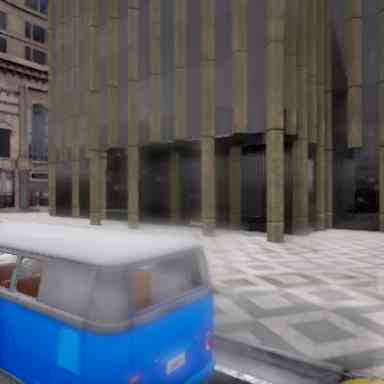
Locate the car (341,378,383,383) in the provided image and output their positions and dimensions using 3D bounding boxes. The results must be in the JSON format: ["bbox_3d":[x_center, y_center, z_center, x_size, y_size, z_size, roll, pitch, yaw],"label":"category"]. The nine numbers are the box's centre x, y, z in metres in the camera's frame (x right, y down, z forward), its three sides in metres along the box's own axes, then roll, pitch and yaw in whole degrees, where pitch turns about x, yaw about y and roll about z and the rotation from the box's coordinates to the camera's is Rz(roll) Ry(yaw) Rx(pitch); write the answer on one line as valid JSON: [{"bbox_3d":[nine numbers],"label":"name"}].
[{"bbox_3d":[2.705,1.528,1.040,4.829,1.417,1.752,0,0,35],"label":"car"}]

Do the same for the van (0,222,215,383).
[{"bbox_3d":[-1.653,1.335,4.150,3.998,1.788,1.690,0,0,35],"label":"van"}]
